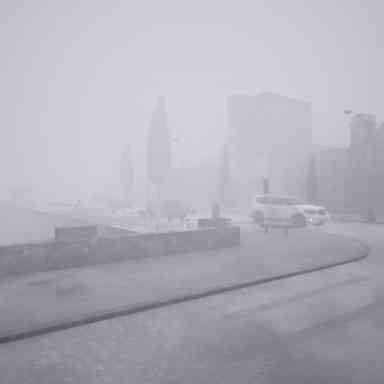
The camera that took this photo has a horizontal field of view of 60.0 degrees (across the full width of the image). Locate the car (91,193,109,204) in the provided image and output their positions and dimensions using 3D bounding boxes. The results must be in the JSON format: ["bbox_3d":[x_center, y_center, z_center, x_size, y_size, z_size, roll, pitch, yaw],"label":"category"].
[{"bbox_3d":[-17.244,1.221,62.551,2.150,2.045,5.566,0,0,-36],"label":"car"}]

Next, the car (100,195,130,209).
[{"bbox_3d":[-10.338,1.547,45.709,2.033,1.411,5.357,0,0,-35],"label":"car"}]

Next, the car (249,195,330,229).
[{"bbox_3d":[6.333,1.221,22.422,2.150,2.045,5.566,0,0,-36],"label":"car"}]

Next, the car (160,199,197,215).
[{"bbox_3d":[-1.433,1.502,33.214,1.837,1.490,4.892,0,1,-36],"label":"car"}]
